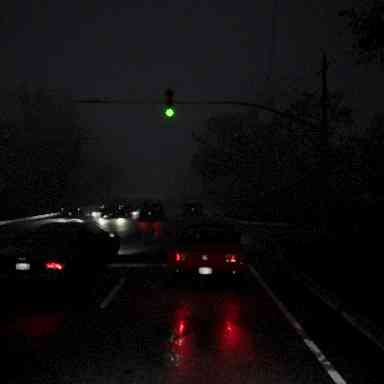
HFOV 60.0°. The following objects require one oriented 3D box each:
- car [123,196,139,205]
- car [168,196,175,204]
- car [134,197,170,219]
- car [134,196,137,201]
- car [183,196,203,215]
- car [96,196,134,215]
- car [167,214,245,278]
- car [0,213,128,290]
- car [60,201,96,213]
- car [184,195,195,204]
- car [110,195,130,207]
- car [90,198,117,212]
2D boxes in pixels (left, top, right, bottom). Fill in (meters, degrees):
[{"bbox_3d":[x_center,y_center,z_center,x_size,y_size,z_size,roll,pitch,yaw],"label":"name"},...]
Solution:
[{"bbox_3d":[-10.990,1.470,60.570,2.128,1.511,4.902,0,0,-2],"label":"car"},{"bbox_3d":[-4.044,1.526,62.327,2.033,1.411,5.357,0,0,-2],"label":"car"},{"bbox_3d":[-3.412,1.482,29.305,2.128,1.511,4.902,0,0,0],"label":"car"},{"bbox_3d":[-7.169,1.533,40.428,2.033,1.411,5.357,0,0,0],"label":"car"},{"bbox_3d":[0.074,1.466,33.814,1.882,1.535,5.008,0,0,0],"label":"car"},{"bbox_3d":[-7.066,1.341,30.956,2.097,1.767,4.553,0,0,-1],"label":"car"},{"bbox_3d":[0.590,1.597,10.165,1.895,1.301,4.718,0,0,7],"label":"car"},{"bbox_3d":[-3.402,1.544,9.194,2.033,1.411,5.357,0,0,0],"label":"car"},{"bbox_3d":[-10.619,1.590,31.191,1.895,1.301,4.718,0,0,0],"label":"car"},{"bbox_3d":[-0.560,1.456,62.837,1.882,1.535,5.008,0,0,-2],"label":"car"},{"bbox_3d":[-10.768,1.334,50.353,2.097,1.767,4.553,0,0,-1],"label":"car"},{"bbox_3d":[-10.671,1.477,40.514,2.128,1.511,4.902,0,0,0],"label":"car"}]
